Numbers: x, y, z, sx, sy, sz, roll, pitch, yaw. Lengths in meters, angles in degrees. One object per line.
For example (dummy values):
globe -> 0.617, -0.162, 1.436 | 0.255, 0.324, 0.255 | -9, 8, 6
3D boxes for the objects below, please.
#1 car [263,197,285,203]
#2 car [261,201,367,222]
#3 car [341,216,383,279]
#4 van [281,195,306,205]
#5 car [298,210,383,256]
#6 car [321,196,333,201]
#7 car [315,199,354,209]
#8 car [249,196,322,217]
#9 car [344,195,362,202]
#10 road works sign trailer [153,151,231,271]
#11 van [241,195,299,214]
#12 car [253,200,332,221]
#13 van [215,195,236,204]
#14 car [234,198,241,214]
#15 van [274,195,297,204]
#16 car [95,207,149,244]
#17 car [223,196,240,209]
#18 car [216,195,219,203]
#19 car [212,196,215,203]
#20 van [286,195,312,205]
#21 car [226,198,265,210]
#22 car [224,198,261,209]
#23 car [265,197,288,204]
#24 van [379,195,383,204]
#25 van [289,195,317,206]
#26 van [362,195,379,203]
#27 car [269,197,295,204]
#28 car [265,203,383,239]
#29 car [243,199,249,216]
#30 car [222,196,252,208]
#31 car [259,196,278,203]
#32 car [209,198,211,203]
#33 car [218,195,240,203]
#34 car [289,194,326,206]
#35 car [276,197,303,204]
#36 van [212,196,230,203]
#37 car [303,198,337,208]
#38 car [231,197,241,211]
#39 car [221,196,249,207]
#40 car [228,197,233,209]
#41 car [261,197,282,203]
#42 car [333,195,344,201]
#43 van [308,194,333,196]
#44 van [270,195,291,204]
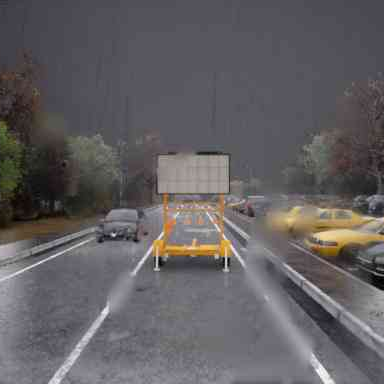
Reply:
car -> 20.491, 2.085, 83.283 | 5.008, 1.535, 2.097 | 0, -1, 0
car -> 7.146, 1.521, 19.743 | 5.366, 1.575, 1.946 | 0, 0, 0
car -> 6.887, 1.554, 8.643 | 4.892, 1.521, 2.231 | 0, 0, 0
van -> 20.261, 1.522, 66.821 | 4.442, 1.987, 1.878 | 0, -1, 0
car -> 6.716, 1.540, 11.420 | 5.366, 1.575, 1.946 | 0, 0, 0
car -> 20.213, 1.628, 44.525 | 5.008, 1.535, 2.097 | 0, 0, 0
car -> 20.242, 1.684, 47.420 | 4.674, 1.452, 2.002 | 0, 0, 0
car -> 7.032, 1.409, 25.292 | 4.553, 1.767, 2.185 | 0, 0, 0
car -> 20.130, 1.333, 36.216 | 5.566, 2.045, 2.435 | 0, 0, 0
road works sign trailer -> 0.052, 0.483, 10.952 | 2.380, 3.560, 2.880 | 0, 0, 3
van -> 7.157, 1.336, 30.841 | 4.442, 1.987, 1.878 | 0, 0, 0
car -> 6.974, 1.527, 22.512 | 4.892, 1.521, 2.231 | 0, 0, 0
van -> 7.221, 1.633, 72.467 | 4.442, 1.987, 1.878 | 0, -1, 0
car -> 7.031, 1.606, 33.617 | 4.792, 1.488, 2.163 | 0, 0, 0
van -> 20.300, 1.622, 72.212 | 4.442, 1.987, 1.878 | 0, -1, 0
car -> -3.237, 1.536, 16.173 | 1.837, 1.490, 4.892 | 0, 0, 0
car -> 6.934, 1.618, 41.947 | 5.366, 1.575, 1.946 | 0, 0, 0
car -> 7.233, 1.710, 58.602 | 5.008, 1.535, 2.097 | 0, 0, 0
car -> 7.327, 1.504, 66.931 | 5.566, 2.045, 2.435 | 0, 0, 0
van -> 20.473, 1.506, 63.916 | 4.442, 1.987, 1.878 | 0, 0, 0
car -> 7.146, 1.637, 44.721 | 4.892, 1.521, 2.231 | 0, 0, 0
car -> 7.153, 1.652, 47.497 | 4.892, 1.521, 2.231 | 0, 0, 0
car -> 20.470, 2.027, 80.513 | 4.892, 1.521, 2.231 | 0, -1, 0
van -> 20.235, 1.328, 30.675 | 4.442, 1.987, 1.878 | 0, 0, 0
van -> 20.455, 1.492, 61.271 | 4.442, 1.987, 1.878 | 0, 0, 0
van -> 20.022, 1.343, 33.447 | 4.442, 1.987, 1.878 | 0, 0, 0
car -> 20.252, 1.904, 74.975 | 5.366, 1.575, 1.946 | 0, -1, 0
car -> 6.756, 1.524, 17.093 | 5.366, 1.575, 1.946 | 0, 0, 0
car -> 7.050, 1.577, 28.064 | 4.792, 1.488, 2.163 | 0, 0, 0
car -> 7.168, 1.555, 53.050 | 4.553, 1.767, 2.185 | 0, 0, 0
car -> 20.504, 2.078, 88.826 | 4.553, 1.767, 2.185 | 0, -1, 0
car -> 7.423, 2.096, 83.563 | 5.008, 1.535, 2.097 | 0, -1, 0
car -> 6.994, 1.663, 50.275 | 5.366, 1.575, 1.946 | 0, 0, 0
car -> 20.290, 1.452, 58.502 | 5.566, 2.045, 2.435 | 0, 0, 0
car -> 20.402, 1.788, 69.436 | 5.008, 1.535, 2.097 | 0, -1, 0
van -> 7.554, 1.930, 86.343 | 4.442, 1.987, 1.878 | 0, -1, 0
car -> 20.276, 1.713, 52.835 | 4.674, 1.452, 2.002 | 0, 0, 0
car -> 7.051, 1.621, 36.393 | 4.792, 1.488, 2.163 | 0, 0, 0
car -> 7.188, 1.570, 55.826 | 4.553, 1.767, 2.185 | 0, 0, 0
car -> 7.071, 1.636, 39.169 | 4.792, 1.488, 2.163 | 0, 0, 0
car -> 20.512, 2.147, 86.178 | 5.008, 1.535, 2.097 | 0, -1, 0
car -> 20.150, 1.347, 38.986 | 5.566, 2.045, 2.435 | 0, 0, 0
van -> 20.375, 1.433, 50.191 | 4.442, 1.987, 1.878 | 0, 0, 0
van -> 20.573, 1.740, 77.748 | 4.442, 1.987, 1.878 | 0, -1, 0
